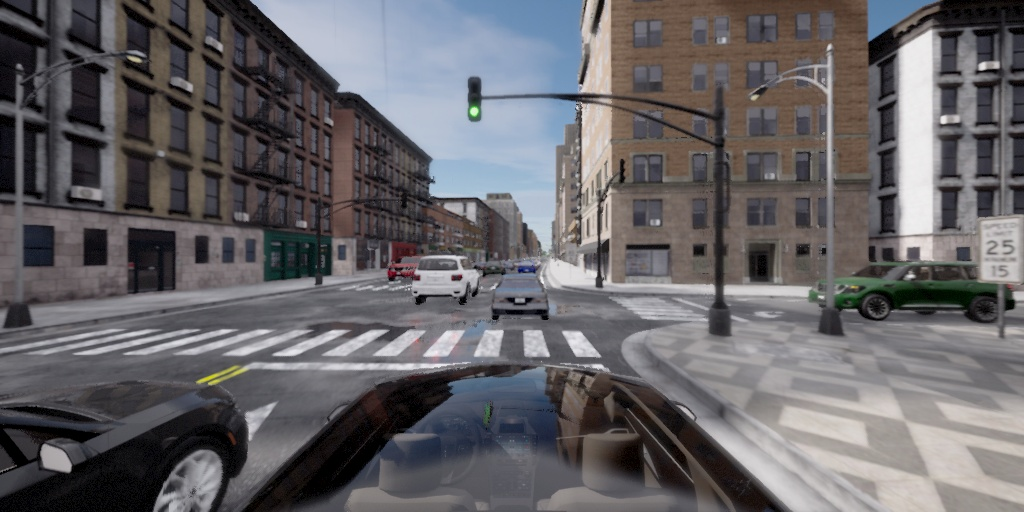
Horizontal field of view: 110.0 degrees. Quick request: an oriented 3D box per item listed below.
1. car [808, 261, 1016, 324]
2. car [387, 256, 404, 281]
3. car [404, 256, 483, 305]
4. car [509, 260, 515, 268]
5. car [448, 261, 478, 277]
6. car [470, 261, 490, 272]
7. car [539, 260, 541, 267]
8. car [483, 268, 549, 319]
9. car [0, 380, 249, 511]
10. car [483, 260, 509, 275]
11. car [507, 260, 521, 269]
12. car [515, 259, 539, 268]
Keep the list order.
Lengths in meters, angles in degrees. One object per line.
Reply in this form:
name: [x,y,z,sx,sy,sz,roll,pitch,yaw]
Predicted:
car: [14.161,1.194,12.963,5.566,2.045,2.150,1,0,5]
car: [-8.846,1.020,31.001,2.150,2.045,5.566,0,0,2]
car: [-2.848,1.005,16.481,2.150,2.045,5.566,0,0,2]
car: [-0.684,1.353,50.300,2.033,1.411,5.357,0,0,6]
car: [-5.109,1.295,37.915,2.128,1.511,4.902,0,0,4]
car: [-4.227,1.369,47.841,1.994,1.385,4.181,0,0,5]
car: [2.714,1.370,51.555,1.994,1.385,4.181,0,0,6]
car: [0.295,1.323,12.810,2.033,1.411,5.357,0,0,1]
car: [-3.119,1.253,1.006,1.837,1.490,4.892,0,0,0]
car: [-1.727,1.155,36.552,2.097,1.767,4.553,0,0,2]
car: [0.404,1.407,60.690,1.895,1.301,4.718,0,0,6]
car: [1.604,1.282,38.148,1.882,1.535,5.008,0,0,3]
